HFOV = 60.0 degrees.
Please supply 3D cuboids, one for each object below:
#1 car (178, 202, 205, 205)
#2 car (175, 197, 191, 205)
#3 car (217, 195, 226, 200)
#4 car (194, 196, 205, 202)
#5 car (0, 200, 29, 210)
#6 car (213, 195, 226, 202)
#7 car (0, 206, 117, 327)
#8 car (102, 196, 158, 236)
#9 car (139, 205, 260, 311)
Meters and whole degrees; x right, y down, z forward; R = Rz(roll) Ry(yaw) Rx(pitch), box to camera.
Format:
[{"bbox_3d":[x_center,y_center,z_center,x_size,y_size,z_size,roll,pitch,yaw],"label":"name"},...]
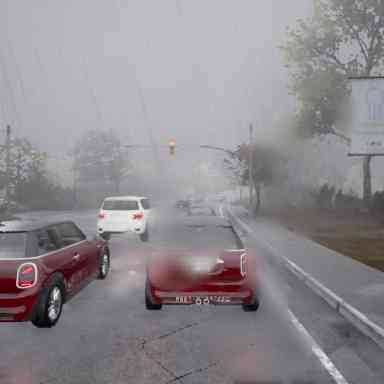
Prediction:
[{"bbox_3d":[0.466,1.491,17.156,2.128,1.511,4.902,0,0,2],"label":"car"},{"bbox_3d":[-1.153,1.504,44.525,1.837,1.490,4.892,1,0,5],"label":"car"},{"bbox_3d":[7.661,1.392,85.628,1.812,1.442,4.674,0,0,10],"label":"car"},{"bbox_3d":[1.588,1.547,69.092,2.033,1.411,5.357,0,0,8],"label":"car"},{"bbox_3d":[-19.296,1.526,34.566,4.674,1.442,1.812,0,0,6],"label":"car"},{"bbox_3d":[5.973,1.590,75.535,1.895,1.301,4.718,0,0,9],"label":"car"},{"bbox_3d":[-3.293,1.352,7.202,2.097,1.767,4.553,0,0,1],"label":"car"},{"bbox_3d":[-3.052,1.221,16.879,2.150,2.045,5.566,0,0,2],"label":"car"},{"bbox_3d":[0.216,1.352,7.949,2.097,1.767,4.553,0,0,1],"label":"car"}]
